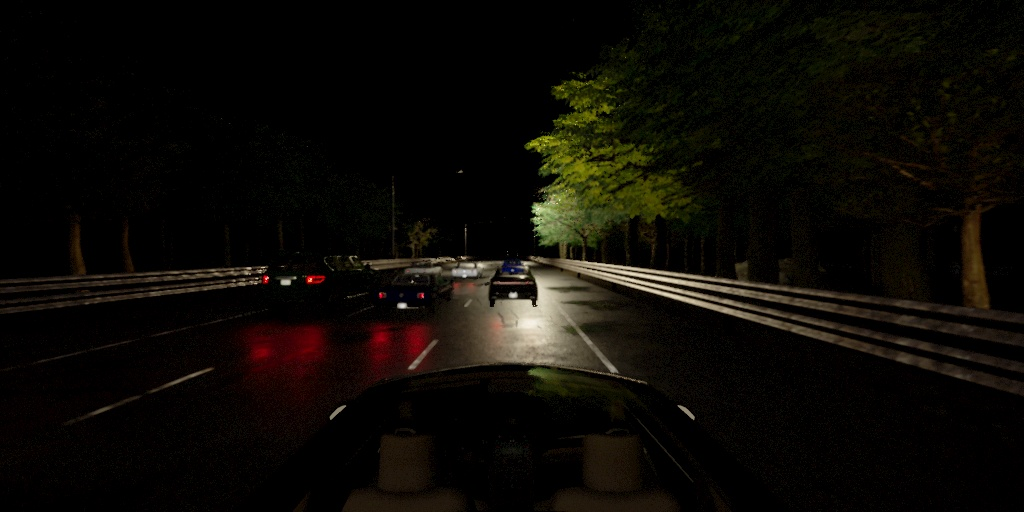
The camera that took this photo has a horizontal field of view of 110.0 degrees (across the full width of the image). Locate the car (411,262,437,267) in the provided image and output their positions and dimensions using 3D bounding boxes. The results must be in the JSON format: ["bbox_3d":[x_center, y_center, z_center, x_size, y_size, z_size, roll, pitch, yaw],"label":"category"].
[{"bbox_3d":[-6.962,1.160,28.546,1.895,1.301,4.718,0,0,0],"label":"car"}]

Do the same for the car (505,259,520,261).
[{"bbox_3d":[0.053,1.014,31.553,1.882,1.535,5.008,0,0,0],"label":"car"}]

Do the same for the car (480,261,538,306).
[{"bbox_3d":[0.058,1.145,14.971,2.128,1.511,4.902,0,0,0],"label":"car"}]

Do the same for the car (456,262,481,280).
[{"bbox_3d":[-3.462,1.161,28.537,1.895,1.301,4.718,0,1,0],"label":"car"}]

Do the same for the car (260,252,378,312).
[{"bbox_3d":[-6.948,0.885,13.740,2.150,2.045,5.566,0,1,1],"label":"car"}]

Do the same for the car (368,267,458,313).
[{"bbox_3d":[-3.448,1.265,13.543,1.895,1.301,4.718,0,0,0],"label":"car"}]
